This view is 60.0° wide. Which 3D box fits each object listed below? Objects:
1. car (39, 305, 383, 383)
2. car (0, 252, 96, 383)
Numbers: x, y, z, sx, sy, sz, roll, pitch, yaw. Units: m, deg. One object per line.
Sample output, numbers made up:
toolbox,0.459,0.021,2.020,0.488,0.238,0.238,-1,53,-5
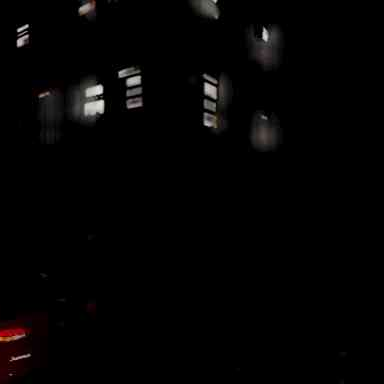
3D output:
car,1.403,1.551,1.709,4.403,1.369,2.008,0,1,36
car,-3.114,1.580,4.933,4.206,1.307,1.802,0,1,36
